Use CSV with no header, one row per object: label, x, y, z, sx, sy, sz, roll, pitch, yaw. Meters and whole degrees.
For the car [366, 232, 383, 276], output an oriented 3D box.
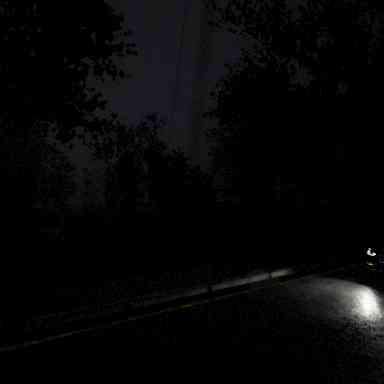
car,6.713,1.506,9.198,4.892,1.490,1.837,0,0,-36
